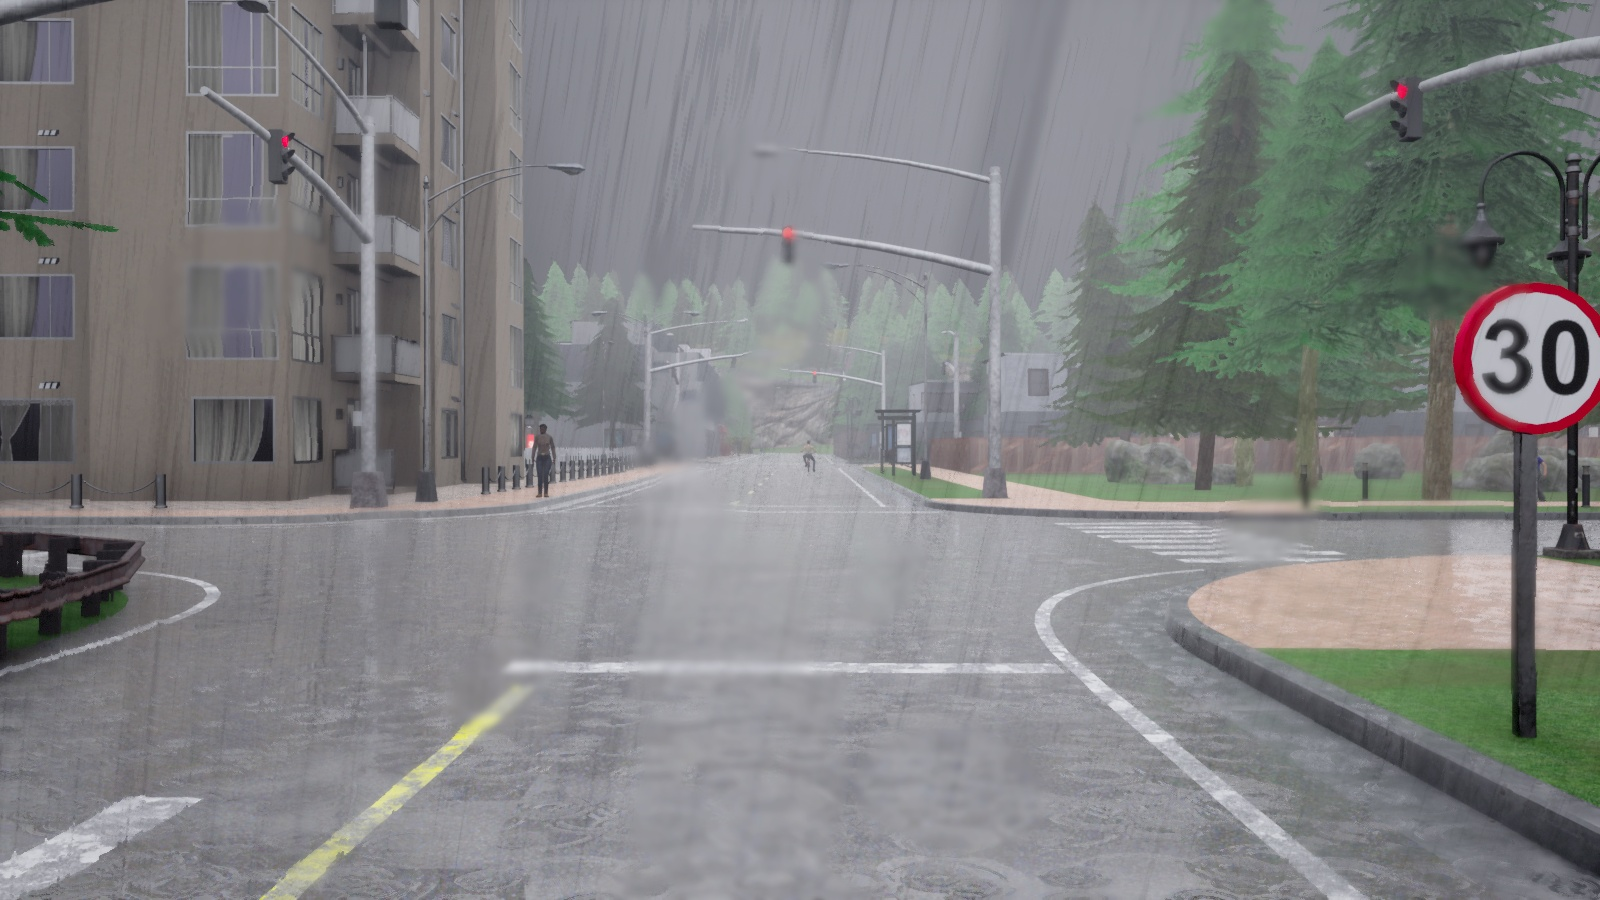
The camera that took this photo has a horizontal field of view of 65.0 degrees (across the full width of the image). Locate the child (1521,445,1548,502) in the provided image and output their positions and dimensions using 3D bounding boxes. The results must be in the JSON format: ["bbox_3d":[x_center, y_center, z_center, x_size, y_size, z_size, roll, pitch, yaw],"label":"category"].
[{"bbox_3d":[16.338,0.523,27.928,0.437,1.263,0.270,0,0,-1],"label":"child"}]

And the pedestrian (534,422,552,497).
[{"bbox_3d":[-6.340,0.227,30.944,0.328,1.805,0.869,0,0,-5],"label":"pedestrian"}]
